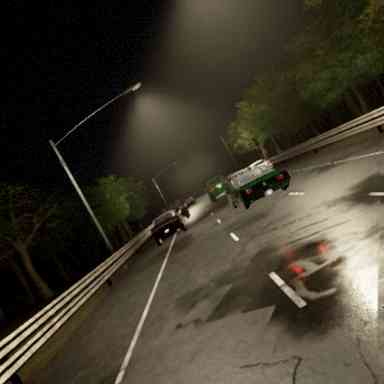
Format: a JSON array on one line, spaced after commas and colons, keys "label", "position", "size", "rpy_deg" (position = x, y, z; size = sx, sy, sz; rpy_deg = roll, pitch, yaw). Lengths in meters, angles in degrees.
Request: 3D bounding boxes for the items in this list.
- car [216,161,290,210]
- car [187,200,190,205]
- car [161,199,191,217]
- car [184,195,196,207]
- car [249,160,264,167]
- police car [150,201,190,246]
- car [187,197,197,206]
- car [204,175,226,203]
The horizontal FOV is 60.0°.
[{"label": "car", "position": [2.503, -0.219, 13.913], "size": [1.895, 1.301, 4.718], "rpy_deg": [-26, 0, -2]}, {"label": "car", "position": [-1.395, 2.154, 36.454], "size": [1.882, 1.535, 5.008], "rpy_deg": [-29, -1, 0]}, {"label": "car", "position": [-1.532, 1.869, 30.486], "size": [2.150, 2.045, 5.566], "rpy_deg": [-29, -1, 0]}, {"label": "car", "position": [-0.358, 1.997, 74.927], "size": [2.128, 1.511, 4.902], "rpy_deg": [-29, 0, 0]}, {"label": "car", "position": [5.738, -1.874, 28.773], "size": [1.812, 1.442, 4.674], "rpy_deg": [-29, -1, 0]}, {"label": "police car", "position": [-1.453, 1.943, 20.565], "size": [1.930, 1.638, 5.238], "rpy_deg": [-29, -1, 0]}, {"label": "car", "position": [-0.366, 1.869, 54.856], "size": [2.033, 1.411, 5.357], "rpy_deg": [-29, -1, 0]}, {"label": "car", "position": [2.530, -0.386, 32.312], "size": [2.150, 2.045, 5.566], "rpy_deg": [-29, -1, 0]}]
